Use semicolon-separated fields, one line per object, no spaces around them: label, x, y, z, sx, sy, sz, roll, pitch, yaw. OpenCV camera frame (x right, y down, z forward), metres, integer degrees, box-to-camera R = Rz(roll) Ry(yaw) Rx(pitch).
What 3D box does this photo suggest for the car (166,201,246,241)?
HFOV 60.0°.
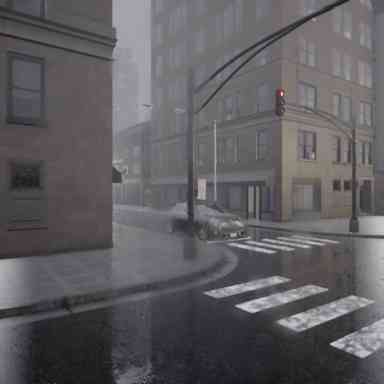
car;0.580;1.280;16.418;2.097;1.767;4.553;0;0;-34
